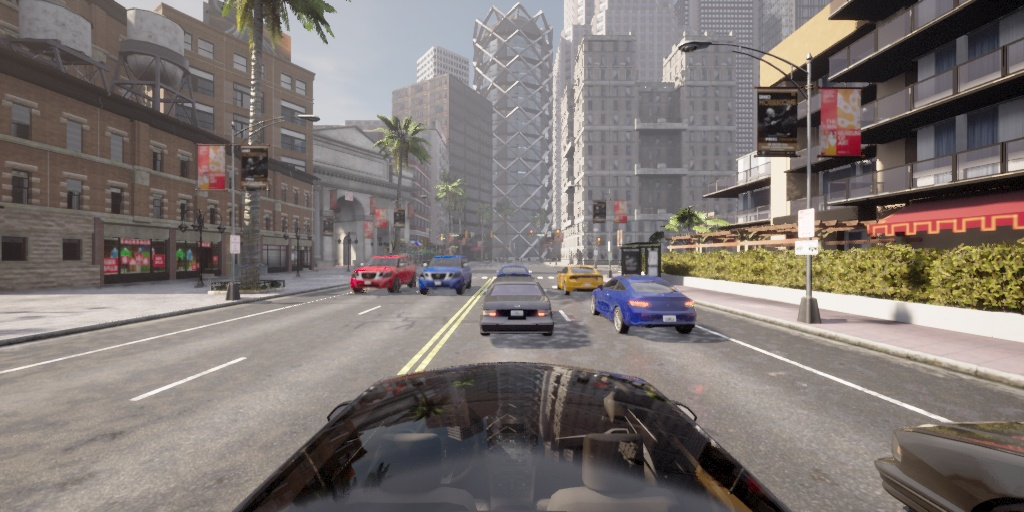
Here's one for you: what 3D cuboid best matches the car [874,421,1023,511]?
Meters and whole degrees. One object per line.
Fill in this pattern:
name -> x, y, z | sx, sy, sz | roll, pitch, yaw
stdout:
car -> 3.664, 1.297, 0.153 | 2.033, 1.411, 5.357 | 0, 0, -1

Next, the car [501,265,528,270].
car -> 0.116, 1.228, 20.161 | 1.882, 1.535, 5.008 | 0, 0, 0

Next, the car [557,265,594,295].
car -> 3.615, 1.228, 19.661 | 1.882, 1.535, 5.008 | 0, 0, 0

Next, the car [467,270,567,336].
car -> 0.108, 1.297, 10.375 | 2.033, 1.411, 5.357 | 0, 0, 0

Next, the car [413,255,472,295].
car -> -3.538, 0.973, 19.993 | 2.150, 2.045, 5.566 | 0, 0, 0

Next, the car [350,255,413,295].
car -> -7.034, 0.974, 20.312 | 2.150, 2.045, 5.566 | 0, 0, 0

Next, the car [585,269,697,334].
car -> 3.620, 1.276, 10.549 | 1.812, 1.442, 4.674 | 0, 0, 0
